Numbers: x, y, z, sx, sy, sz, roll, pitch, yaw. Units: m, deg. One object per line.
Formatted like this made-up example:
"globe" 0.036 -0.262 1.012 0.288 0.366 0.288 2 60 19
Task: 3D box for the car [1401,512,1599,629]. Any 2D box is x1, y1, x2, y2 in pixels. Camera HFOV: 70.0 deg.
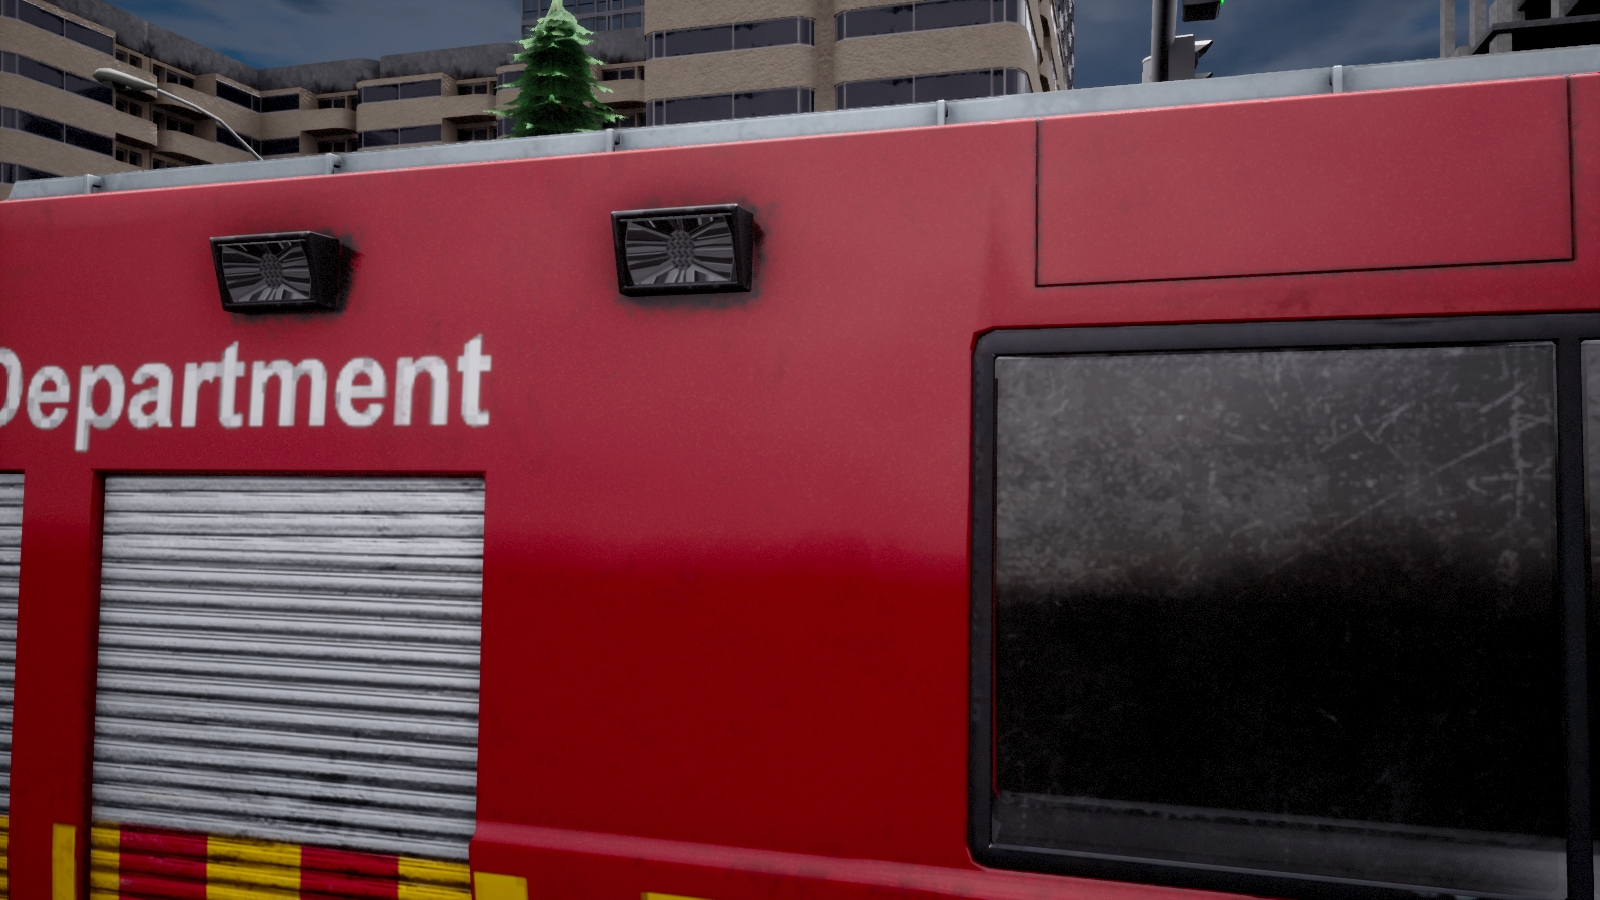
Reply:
"car" 12.484 2.037 20.491 2.038 1.542 4.974 0 0 16

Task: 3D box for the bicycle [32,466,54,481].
"bicycle" -66.794 2.102 100.836 1.487 1.276 0.859 0 0 16
